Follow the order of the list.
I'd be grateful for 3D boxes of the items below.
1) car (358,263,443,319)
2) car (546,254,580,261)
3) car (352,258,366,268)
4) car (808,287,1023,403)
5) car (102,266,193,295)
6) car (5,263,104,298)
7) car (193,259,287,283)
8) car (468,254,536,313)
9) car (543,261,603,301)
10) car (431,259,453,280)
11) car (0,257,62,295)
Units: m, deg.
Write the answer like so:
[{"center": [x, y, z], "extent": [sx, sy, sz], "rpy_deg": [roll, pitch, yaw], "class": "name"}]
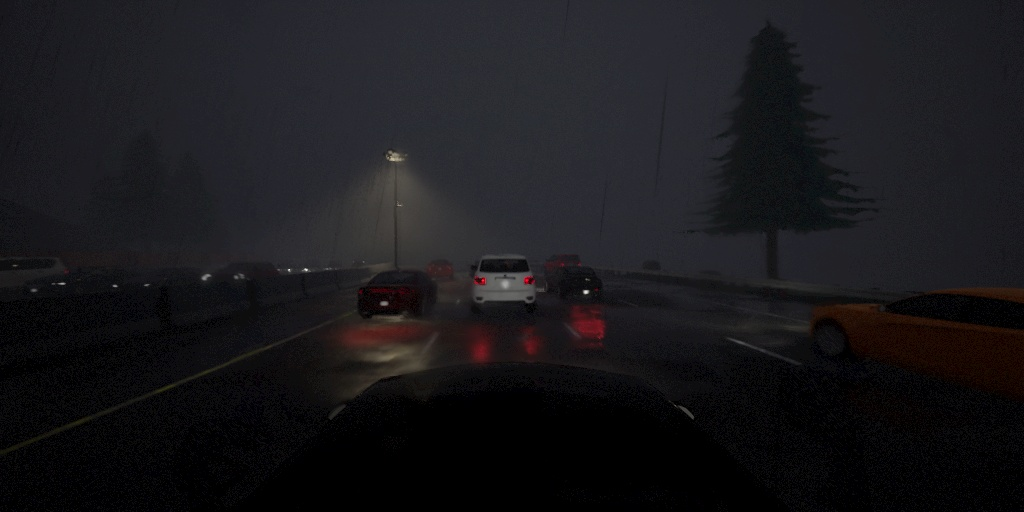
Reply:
[{"center": [-3.876, 1.213, 12.897], "extent": [1.882, 1.535, 5.008], "rpy_deg": [0, 0, -4], "class": "car"}, {"center": [4.404, 0.859, 31.858], "extent": [2.150, 2.045, 5.566], "rpy_deg": [0, 0, -10], "class": "car"}, {"center": [-25.633, 1.055, 60.069], "extent": [2.097, 1.767, 4.553], "rpy_deg": [0, 0, -21], "class": "car"}, {"center": [6.965, 1.182, 5.197], "extent": [1.882, 1.535, 5.008], "rpy_deg": [0, 0, -1], "class": "car"}, {"center": [-18.785, 1.338, 19.910], "extent": [2.033, 1.411, 5.357], "rpy_deg": [0, 0, -7], "class": "car"}, {"center": [-22.215, 1.303, 18.880], "extent": [2.128, 1.511, 4.902], "rpy_deg": [0, 0, -7], "class": "car"}, {"center": [-15.402, 1.123, 20.686], "extent": [2.097, 1.767, 4.553], "rpy_deg": [0, 0, -7], "class": "car"}, {"center": [-0.409, 0.938, 13.999], "extent": [2.150, 2.045, 5.566], "rpy_deg": [0, 0, -4], "class": "car"}, {"center": [2.815, 1.195, 17.125], "extent": [1.837, 1.490, 4.892], "rpy_deg": [0, 1, -5], "class": "car"}, {"center": [-6.099, 1.045, 30.633], "extent": [2.097, 1.767, 4.553], "rpy_deg": [0, 0, -10], "class": "car"}, {"center": [-25.568, 1.054, 17.627], "extent": [2.150, 2.045, 5.566], "rpy_deg": [0, 0, -7], "class": "car"}]
